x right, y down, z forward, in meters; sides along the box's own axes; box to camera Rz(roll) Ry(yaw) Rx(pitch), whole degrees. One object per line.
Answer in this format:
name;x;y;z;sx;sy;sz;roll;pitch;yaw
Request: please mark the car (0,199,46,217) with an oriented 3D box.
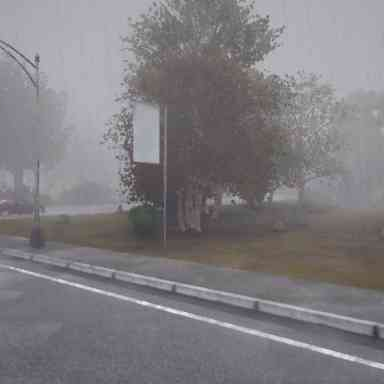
car;-16.209;1.412;30.957;1.882;1.535;5.008;0;0;39
